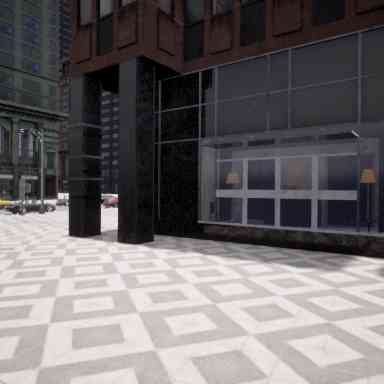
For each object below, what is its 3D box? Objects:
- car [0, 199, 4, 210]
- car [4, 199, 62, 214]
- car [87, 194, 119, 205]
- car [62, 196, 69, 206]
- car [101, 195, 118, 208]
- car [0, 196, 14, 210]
[{"bbox_3d":[-18.137,1.418,26.842,1.947,1.339,4.313,2,2,36],"label":"car"},{"bbox_3d":[-15.007,1.341,31.216,2.008,1.369,4.403,2,2,36],"label":"car"},{"bbox_3d":[-12.959,1.082,48.726,1.947,1.339,4.313,2,2,36],"label":"car"},{"bbox_3d":[-15.986,1.131,44.496,2.008,1.369,4.403,2,2,36],"label":"car"},{"bbox_3d":[-8.748,1.243,39.963,1.802,1.307,4.206,2,2,36],"label":"car"},{"bbox_3d":[-22.140,1.232,35.895,1.752,1.417,4.829,2,2,36],"label":"car"}]
